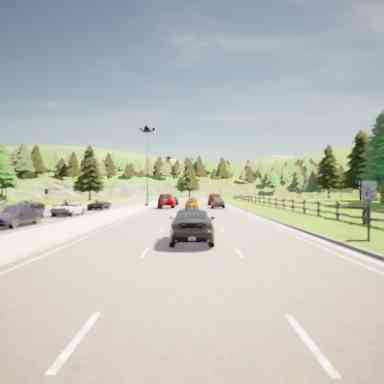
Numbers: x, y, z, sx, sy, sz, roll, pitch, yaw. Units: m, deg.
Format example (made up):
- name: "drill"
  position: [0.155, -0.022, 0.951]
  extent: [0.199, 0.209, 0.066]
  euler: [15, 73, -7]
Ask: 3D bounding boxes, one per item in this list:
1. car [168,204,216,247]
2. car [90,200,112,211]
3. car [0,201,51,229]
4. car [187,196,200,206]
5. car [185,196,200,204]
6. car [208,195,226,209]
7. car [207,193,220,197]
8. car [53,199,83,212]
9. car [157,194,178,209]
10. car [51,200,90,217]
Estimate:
- name: "car"
  position: [-0.001, 1.503, 14.883]
  extent: [1.837, 1.490, 4.892]
  euler: [0, 0, 0]
- name: "car"
  position: [-11.497, 1.599, 41.592]
  extent: [1.895, 1.301, 4.718]
  euler: [0, 0, 0]
- name: "car"
  position: [-11.598, 1.547, 21.814]
  extent: [2.033, 1.411, 5.357]
  euler: [0, 0, 0]
- name: "car"
  position: [0.258, 1.489, 56.173]
  extent: [2.128, 1.511, 4.902]
  euler: [0, 0, 2]
- name: "car"
  position: [0.040, 1.475, 45.902]
  extent: [1.882, 1.535, 5.008]
  euler: [0, 0, 1]
- name: "car"
  position: [3.536, 1.545, 45.486]
  extent: [2.033, 1.411, 5.357]
  euler: [0, 0, 1]
- name: "car"
  position: [3.757, 1.219, 56.111]
  extent: [2.150, 2.045, 5.566]
  euler: [0, 0, 2]
- name: "car"
  position: [-14.998, 1.600, 40.435]
  extent: [1.895, 1.301, 4.718]
  euler: [0, 0, 0]
- name: "car"
  position: [-3.464, 1.219, 45.520]
  extent: [2.150, 2.045, 5.566]
  euler: [0, 0, 1]
- name: "car"
  position: [-11.578, 1.600, 31.399]
  extent: [1.895, 1.301, 4.718]
  euler: [0, 0, 1]
